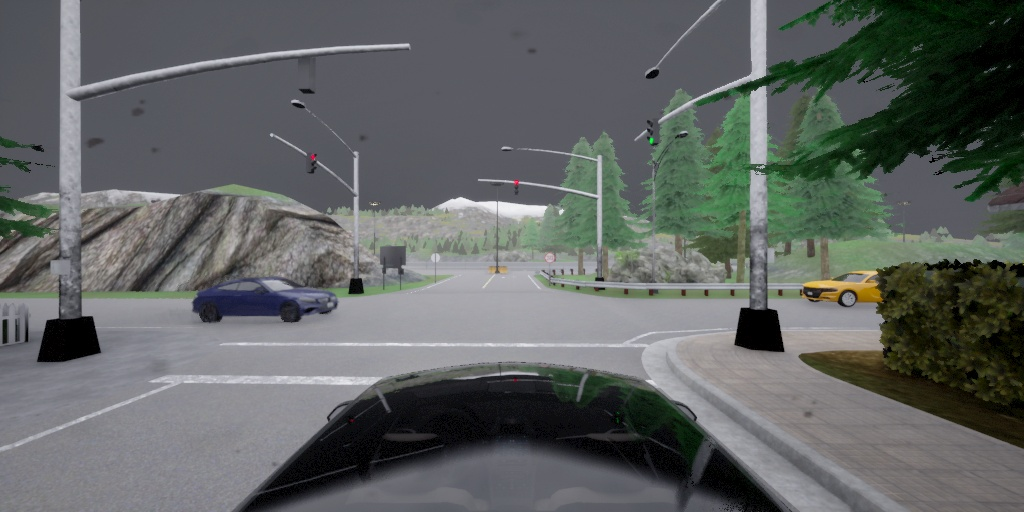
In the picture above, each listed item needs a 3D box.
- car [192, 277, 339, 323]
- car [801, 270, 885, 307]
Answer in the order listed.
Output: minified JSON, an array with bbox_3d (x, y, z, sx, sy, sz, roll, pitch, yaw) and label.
[{"bbox_3d":[-8.383,1.435,12.276,4.674,1.442,1.812,-2,0,7],"label":"car"},{"bbox_3d":[15.955,1.419,16.176,5.008,1.535,1.882,0,0,0],"label":"car"}]
